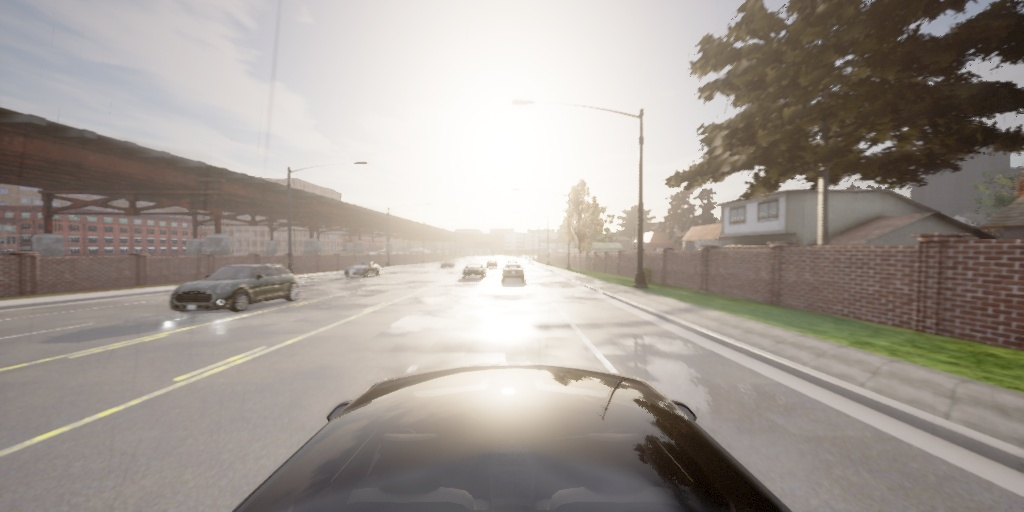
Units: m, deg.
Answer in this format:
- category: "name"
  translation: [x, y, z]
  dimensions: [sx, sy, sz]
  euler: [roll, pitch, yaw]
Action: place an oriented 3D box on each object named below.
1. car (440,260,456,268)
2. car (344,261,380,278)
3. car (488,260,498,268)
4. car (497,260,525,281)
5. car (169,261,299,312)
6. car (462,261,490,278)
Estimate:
- category: "car"
  translation: [-10.495, 1.348, 59.108]
  dimensions: [1.895, 1.301, 4.718]
  euler: [0, 0, 0]
- category: "car"
  translation: [-14.068, 1.234, 33.876]
  dimensions: [2.128, 1.511, 4.902]
  euler: [0, 0, 0]
- category: "car"
  translation: [-3.396, 1.349, 62.085]
  dimensions: [1.895, 1.301, 4.718]
  euler: [0, 0, 0]
- category: "car"
  translation: [0.097, 1.298, 29.651]
  dimensions: [2.033, 1.411, 5.357]
  euler: [0, 0, 0]
- category: "car"
  translation: [-10.530, 1.094, 14.047]
  dimensions: [2.097, 1.767, 4.553]
  euler: [0, 0, 1]
- category: "car"
  translation: [-3.397, 1.349, 33.464]
  dimensions: [1.895, 1.301, 4.718]
  euler: [0, 0, 0]
